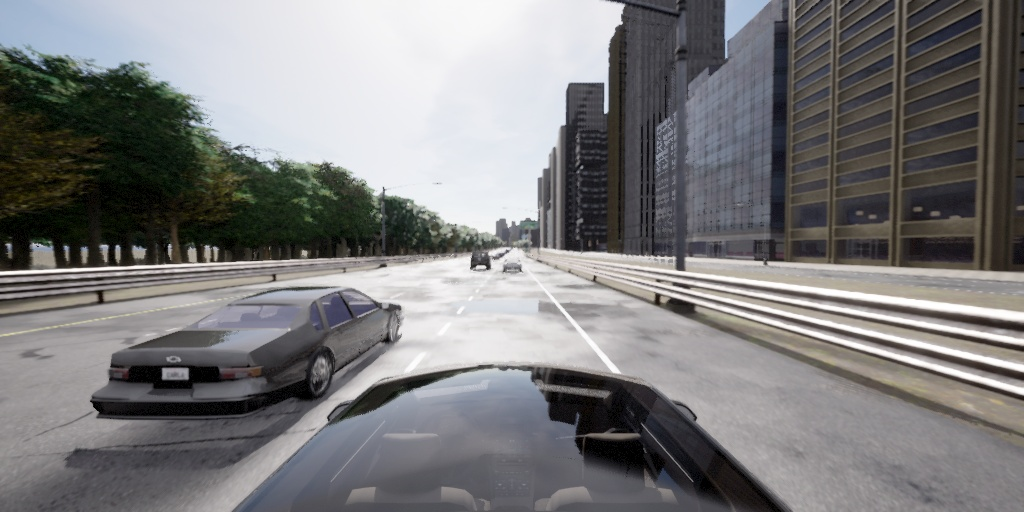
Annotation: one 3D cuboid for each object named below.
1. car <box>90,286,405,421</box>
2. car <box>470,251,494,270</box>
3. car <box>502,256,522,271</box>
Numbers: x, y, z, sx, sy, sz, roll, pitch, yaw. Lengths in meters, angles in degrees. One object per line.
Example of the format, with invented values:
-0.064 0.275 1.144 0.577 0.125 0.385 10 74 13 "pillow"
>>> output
-3.500 1.240 6.237 2.033 1.411 5.357 0 1 0 "car"
-3.581 0.475 41.860 2.150 2.045 5.566 0 1 0 "car"
0.043 0.904 37.766 1.895 1.301 4.718 0 1 0 "car"
